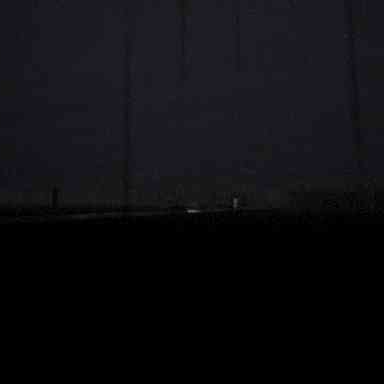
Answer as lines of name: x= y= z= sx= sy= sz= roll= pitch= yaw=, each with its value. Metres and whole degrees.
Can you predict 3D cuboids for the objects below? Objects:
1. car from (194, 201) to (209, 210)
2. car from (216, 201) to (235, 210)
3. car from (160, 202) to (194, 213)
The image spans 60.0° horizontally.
car: x=1.100 y=2.339 z=59.132 sx=2.097 sy=1.767 sz=4.553 roll=0 pitch=-1 yaw=36
car: x=6.225 y=2.535 z=61.577 sx=1.837 sy=1.490 sz=4.892 roll=0 pitch=-1 yaw=36
car: x=-2.492 y=2.335 z=49.370 sx=2.033 sy=1.411 sz=5.357 roll=0 pitch=-1 yaw=36
